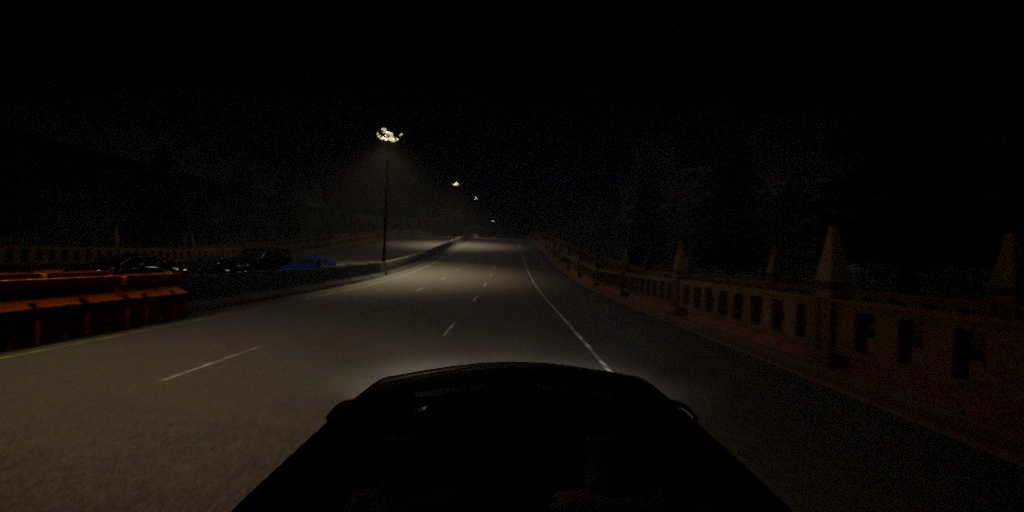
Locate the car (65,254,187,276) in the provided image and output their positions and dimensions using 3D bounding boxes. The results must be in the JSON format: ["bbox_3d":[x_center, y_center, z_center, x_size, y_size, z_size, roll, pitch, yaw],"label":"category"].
[{"bbox_3d":[-21.095,0.663,19.600,1.837,1.490,4.892,2,0,0],"label":"car"}]

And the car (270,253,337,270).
[{"bbox_3d":[-14.041,0.817,24.894,1.882,1.535,5.008,2,2,0],"label":"car"}]

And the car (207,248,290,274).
[{"bbox_3d":[-17.531,0.461,24.836,2.150,2.045,5.566,2,2,0],"label":"car"}]

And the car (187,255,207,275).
[{"bbox_3d":[-21.040,0.669,24.845,2.033,1.411,5.357,2,2,0],"label":"car"}]
